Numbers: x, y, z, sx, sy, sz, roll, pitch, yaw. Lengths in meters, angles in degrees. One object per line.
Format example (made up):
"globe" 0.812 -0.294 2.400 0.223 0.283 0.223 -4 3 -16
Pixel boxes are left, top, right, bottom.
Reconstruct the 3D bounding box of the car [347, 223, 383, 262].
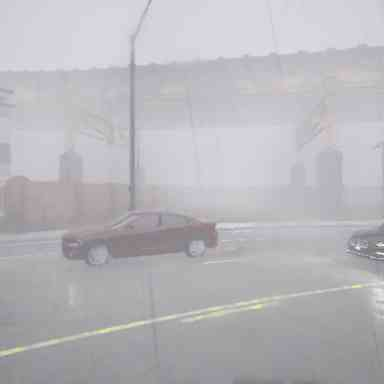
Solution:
"car" 7.231 1.378 10.172 4.892 1.490 1.837 0 0 -11

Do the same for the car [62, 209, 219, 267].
"car" -1.543 1.325 10.776 5.008 1.535 1.882 0 1 -24
